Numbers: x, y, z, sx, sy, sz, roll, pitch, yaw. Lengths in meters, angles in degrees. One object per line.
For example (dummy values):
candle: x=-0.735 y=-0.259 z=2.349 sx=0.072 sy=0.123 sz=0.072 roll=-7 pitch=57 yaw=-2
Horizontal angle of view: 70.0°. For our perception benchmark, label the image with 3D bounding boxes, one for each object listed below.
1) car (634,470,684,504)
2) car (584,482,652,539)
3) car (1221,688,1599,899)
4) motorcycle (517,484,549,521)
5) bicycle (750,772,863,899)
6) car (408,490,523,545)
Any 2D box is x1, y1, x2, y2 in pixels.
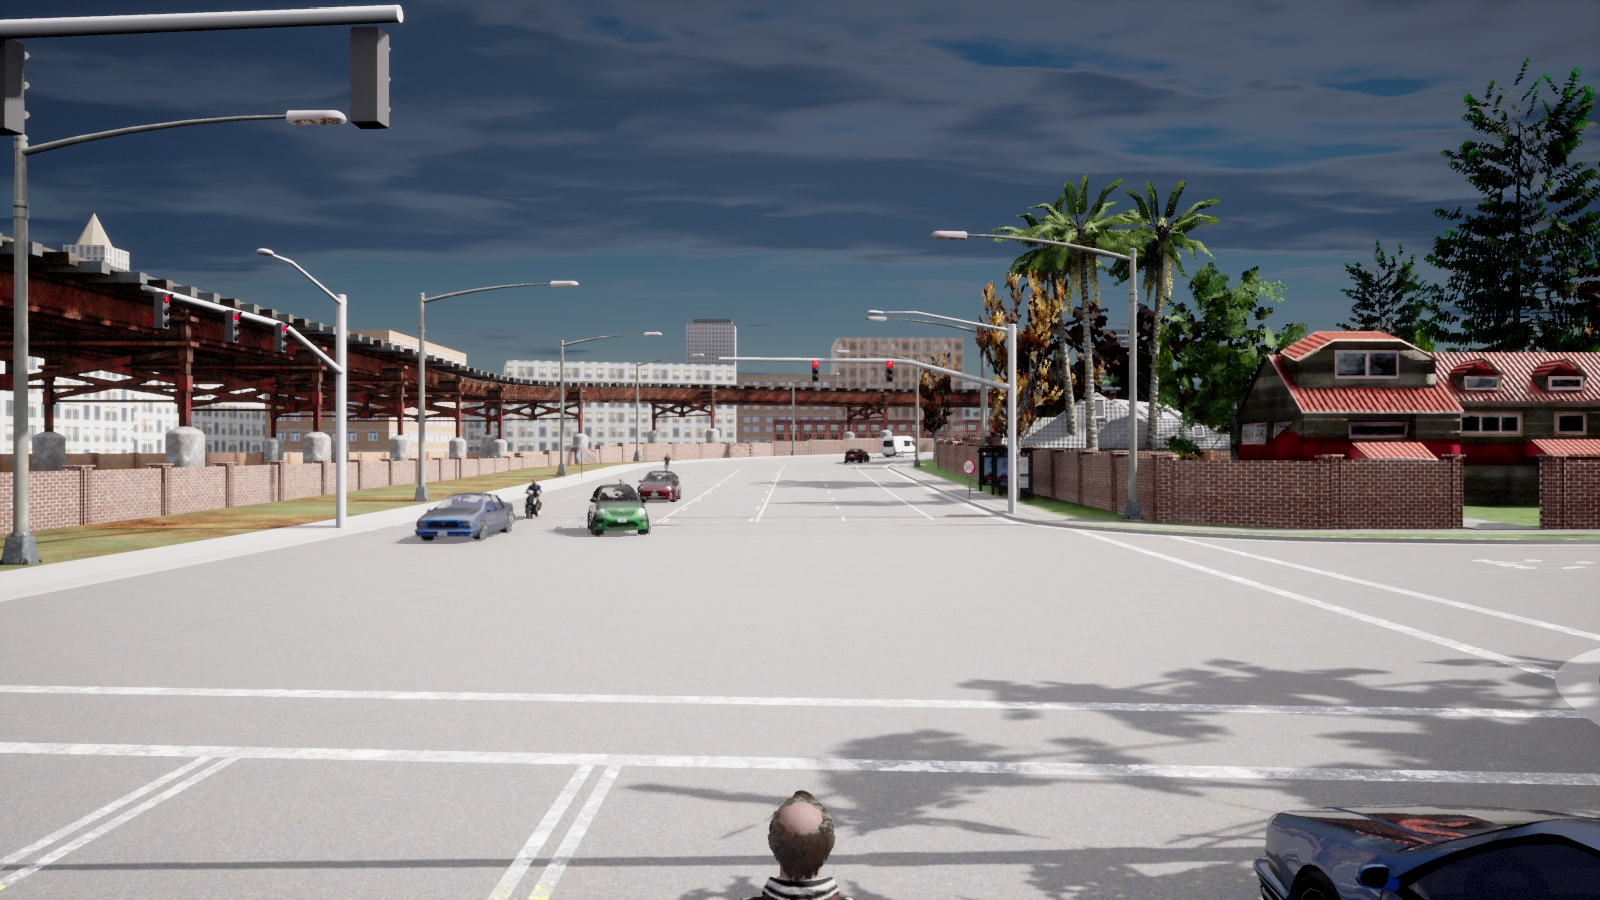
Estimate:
car: x=-7.040 y=1.827 z=57.451 sx=2.007 sy=1.525 sz=4.514 roll=0 pitch=1 yaw=0
car: x=-6.130 y=1.962 z=38.119 sx=1.851 sy=1.617 sz=3.988 roll=0 pitch=0 yaw=-15
car: x=3.467 y=2.106 z=4.038 sx=2.033 sy=1.411 sz=5.357 roll=0 pitch=0 yaw=1
motorcycle: x=-10.527 y=2.053 z=45.110 sx=0.856 sy=1.341 sz=1.805 roll=0 pitch=0 yaw=0
bicycle: x=0.019 y=2.048 z=3.681 sx=0.329 sy=1.496 sz=1.835 roll=0 pitch=0 yaw=0
car: x=-10.511 y=2.078 z=36.360 sx=2.033 sy=1.411 sz=5.357 roll=0 pitch=0 yaw=1
